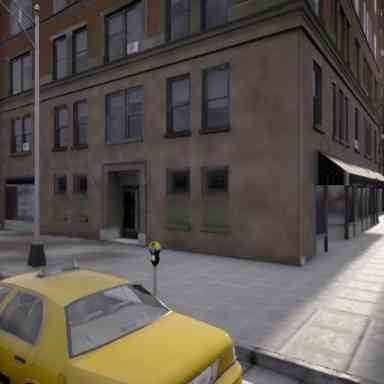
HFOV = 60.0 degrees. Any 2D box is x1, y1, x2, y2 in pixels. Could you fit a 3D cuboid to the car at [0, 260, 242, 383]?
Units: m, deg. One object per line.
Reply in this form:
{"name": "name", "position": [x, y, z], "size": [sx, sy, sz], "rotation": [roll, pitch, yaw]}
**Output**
{"name": "car", "position": [-1.794, 1.523, 4.089], "size": [4.829, 1.417, 1.752], "rotation": [0, 0, 36]}
